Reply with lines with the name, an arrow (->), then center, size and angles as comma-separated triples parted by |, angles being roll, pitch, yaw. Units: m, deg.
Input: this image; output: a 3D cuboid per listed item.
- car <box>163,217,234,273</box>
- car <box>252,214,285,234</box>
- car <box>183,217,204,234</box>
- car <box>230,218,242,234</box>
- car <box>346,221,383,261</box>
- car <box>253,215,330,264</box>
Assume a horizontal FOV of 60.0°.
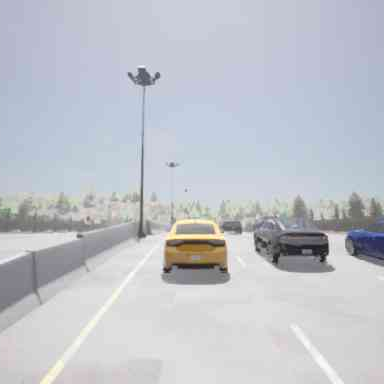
car -> 0.105, 1.687, 11.430 | 1.882, 1.535, 5.008 | 0, -2, 0
car -> 7.112, 3.046, 31.482 | 2.097, 1.767, 4.553 | 0, -6, 0
car -> 0.112, 3.223, 31.715 | 1.837, 1.490, 4.892 | 0, -6, 0
car -> 3.612, 3.233, 31.902 | 2.128, 1.511, 4.902 | 0, -6, 0
car -> 7.104, 1.685, 11.391 | 1.882, 1.535, 5.008 | 0, -2, 0
car -> 3.605, 1.755, 12.836 | 2.128, 1.511, 4.902 | 0, -2, 0
